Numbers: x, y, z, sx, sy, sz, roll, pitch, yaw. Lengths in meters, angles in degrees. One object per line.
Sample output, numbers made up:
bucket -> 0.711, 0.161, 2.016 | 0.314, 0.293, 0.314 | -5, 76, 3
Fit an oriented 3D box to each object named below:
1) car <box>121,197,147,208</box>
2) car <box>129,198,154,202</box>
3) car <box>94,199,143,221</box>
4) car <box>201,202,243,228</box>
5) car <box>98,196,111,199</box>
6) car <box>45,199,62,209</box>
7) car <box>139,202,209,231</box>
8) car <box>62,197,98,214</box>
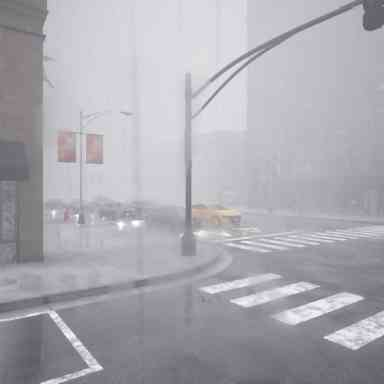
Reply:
car -> -8.340, 1.489, 47.341 | 1.994, 1.385, 4.181 | 0, 0, -36
car -> -4.252, 1.464, 30.216 | 1.837, 1.490, 4.892 | 0, 0, -36
car -> -6.131, 1.529, 27.253 | 1.994, 1.385, 4.181 | 0, 0, -37
car -> 1.298, 1.451, 22.518 | 1.882, 1.535, 5.008 | 0, 0, -35
car -> -10.241, 1.295, 38.540 | 2.097, 1.767, 4.553 | 0, 0, -36
car -> -17.835, 1.535, 43.576 | 1.895, 1.301, 4.718 | 0, 0, -35
car -> -1.210, 1.542, 20.437 | 1.994, 1.385, 4.181 | 0, 0, -36
car -> -12.051, 1.475, 35.495 | 1.812, 1.442, 4.674 | 0, 0, -36
